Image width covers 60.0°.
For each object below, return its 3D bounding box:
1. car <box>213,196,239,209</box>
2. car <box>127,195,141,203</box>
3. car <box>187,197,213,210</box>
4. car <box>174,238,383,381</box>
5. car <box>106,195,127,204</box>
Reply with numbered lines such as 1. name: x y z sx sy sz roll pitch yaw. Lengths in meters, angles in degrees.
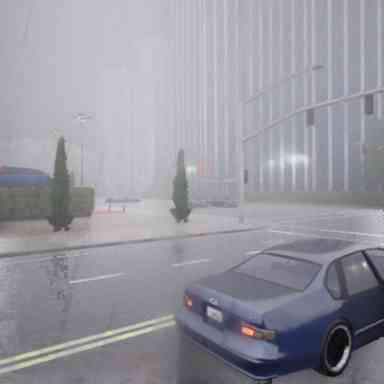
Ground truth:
1. car: 3.655 1.259 39.955 1.837 1.490 4.892 -1 0 -36
2. car: -11.193 1.303 60.593 2.033 1.411 5.357 -1 0 -35
3. car: -0.051 1.313 39.104 1.812 1.442 4.674 -1 0 -36
4. car: 2.332 1.501 5.465 5.357 1.411 2.033 -1 0 -35
5. car: -13.478 1.314 57.762 1.812 1.442 4.674 -1 0 -35
